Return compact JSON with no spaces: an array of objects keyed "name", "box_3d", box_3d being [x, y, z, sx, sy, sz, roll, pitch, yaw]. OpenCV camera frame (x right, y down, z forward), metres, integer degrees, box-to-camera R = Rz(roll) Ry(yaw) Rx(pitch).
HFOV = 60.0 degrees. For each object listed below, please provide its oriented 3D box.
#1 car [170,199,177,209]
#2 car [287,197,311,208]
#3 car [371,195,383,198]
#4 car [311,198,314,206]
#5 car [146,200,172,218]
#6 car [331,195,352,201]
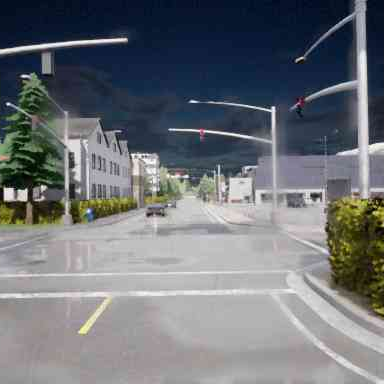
[{"name":"car","box_3d":[-3.548,1.974,54.297,2.128,1.511,4.902,-1,-1,0]},{"name":"car","box_3d":[15.429,1.629,49.148,2.007,1.523,4.514,-1,-1,0]},{"name":"car","box_3d":[19.120,1.183,31.280,1.905,1.878,3.866,-1,-1,0]},{"name":"car","box_3d":[19.075,1.573,56.206,1.970,1.475,3.806,-1,-1,0]},{"name":"car","box_3d":[-3.598,1.844,34.586,2.033,1.411,5.357,-1,-1,0]},{"name":"car","box_3d":[25.489,1.398,56.545,2.152,1.636,5.027,-1,-1,0]}]
